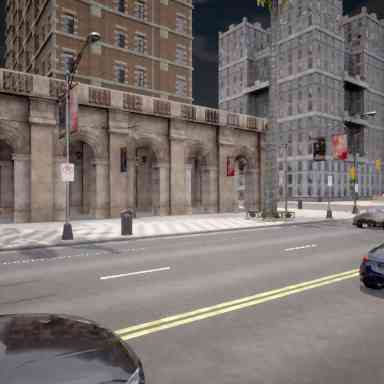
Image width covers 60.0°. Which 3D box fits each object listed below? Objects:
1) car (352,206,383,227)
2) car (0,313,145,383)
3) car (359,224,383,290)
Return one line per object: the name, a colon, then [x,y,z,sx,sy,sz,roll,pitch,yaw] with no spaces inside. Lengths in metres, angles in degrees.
car: [12.490,1.613,21.377,5.357,1.411,2.033,0,0,-36]
car: [-2.607,1.492,1.890,4.902,1.511,2.128,0,0,-35]
car: [5.843,1.564,7.911,4.181,1.385,1.994,0,0,-36]
